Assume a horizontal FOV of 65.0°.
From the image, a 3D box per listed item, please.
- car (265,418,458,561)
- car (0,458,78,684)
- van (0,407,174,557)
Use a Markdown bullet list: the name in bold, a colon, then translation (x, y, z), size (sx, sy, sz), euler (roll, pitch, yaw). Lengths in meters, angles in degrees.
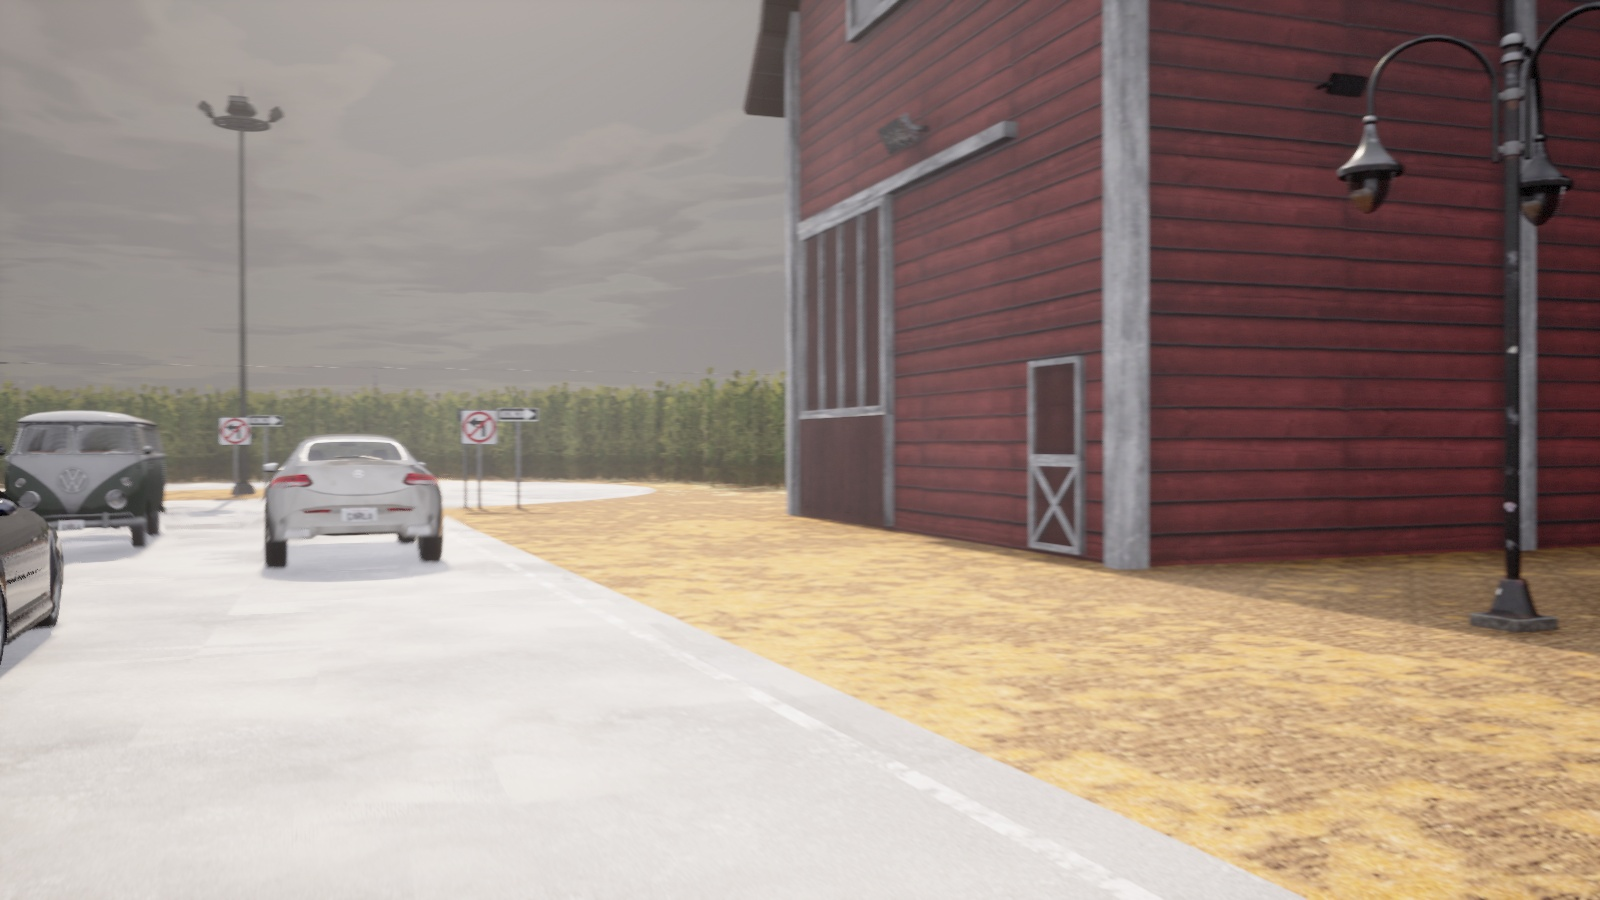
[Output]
- **car**: translation (-6.107, 0.438, 17.184), size (2.152, 1.651, 5.027), euler (0, 0, -22)
- **car**: translation (-6.373, 0.773, 8.544), size (1.994, 1.385, 4.181), euler (0, 0, -22)
- **van**: translation (-10.618, 0.410, 18.981), size (1.775, 1.987, 4.442), euler (0, 0, -23)
